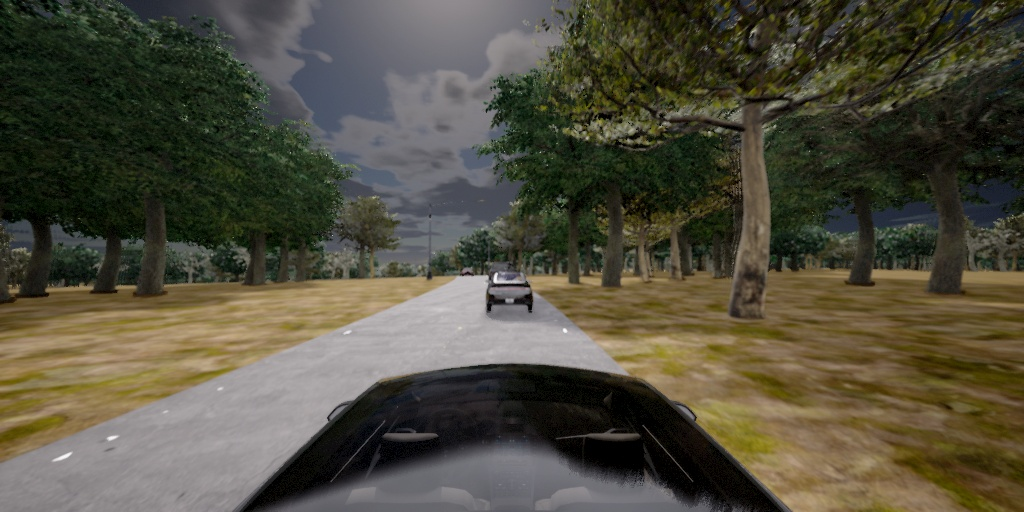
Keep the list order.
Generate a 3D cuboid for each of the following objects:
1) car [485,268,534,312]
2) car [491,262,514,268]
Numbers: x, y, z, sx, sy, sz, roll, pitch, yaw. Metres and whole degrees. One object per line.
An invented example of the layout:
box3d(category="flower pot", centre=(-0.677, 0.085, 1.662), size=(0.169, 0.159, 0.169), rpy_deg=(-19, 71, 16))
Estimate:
box3d(category="car", centre=(-0.136, 1.453, 15.449), size=(2.128, 1.511, 4.902), rpy_deg=(0, -1, -1))
box3d(category="car", centre=(-0.839, 1.528, 29.590), size=(2.150, 2.045, 5.566), rpy_deg=(0, -1, -4))
